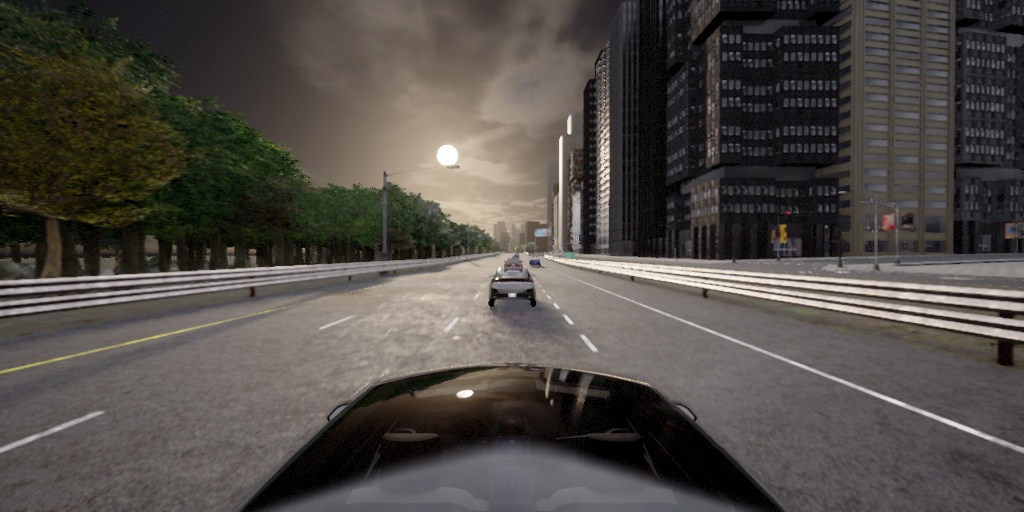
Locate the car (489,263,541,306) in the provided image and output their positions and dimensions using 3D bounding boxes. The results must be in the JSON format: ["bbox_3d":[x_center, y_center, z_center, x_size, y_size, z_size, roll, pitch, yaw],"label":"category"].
[{"bbox_3d":[0.020,1.222,15.690,2.128,1.511,4.902,0,0,0],"label":"car"}]

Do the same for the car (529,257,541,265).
[{"bbox_3d":[4.001,0.979,63.491,1.882,1.535,5.008,0,1,1],"label":"car"}]

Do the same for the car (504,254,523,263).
[{"bbox_3d":[0.166,0.986,41.589,2.097,1.767,4.553,0,0,0],"label":"car"}]
